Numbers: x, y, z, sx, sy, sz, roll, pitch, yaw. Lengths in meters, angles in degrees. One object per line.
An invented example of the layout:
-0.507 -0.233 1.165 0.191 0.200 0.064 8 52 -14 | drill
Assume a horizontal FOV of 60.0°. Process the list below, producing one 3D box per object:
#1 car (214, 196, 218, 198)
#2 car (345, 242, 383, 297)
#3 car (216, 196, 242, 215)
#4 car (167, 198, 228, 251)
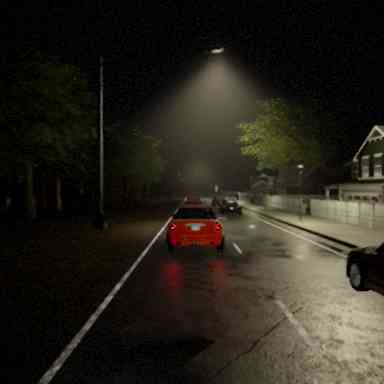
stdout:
3.621 1.293 45.046 2.033 1.411 5.357 0 0 1 | car
4.562 1.490 6.021 1.837 1.490 4.892 0 0 0 | car
3.627 1.403 31.998 1.994 1.385 4.181 0 0 1 | car
0.130 1.302 13.958 2.097 1.767 4.553 0 0 0 | car
